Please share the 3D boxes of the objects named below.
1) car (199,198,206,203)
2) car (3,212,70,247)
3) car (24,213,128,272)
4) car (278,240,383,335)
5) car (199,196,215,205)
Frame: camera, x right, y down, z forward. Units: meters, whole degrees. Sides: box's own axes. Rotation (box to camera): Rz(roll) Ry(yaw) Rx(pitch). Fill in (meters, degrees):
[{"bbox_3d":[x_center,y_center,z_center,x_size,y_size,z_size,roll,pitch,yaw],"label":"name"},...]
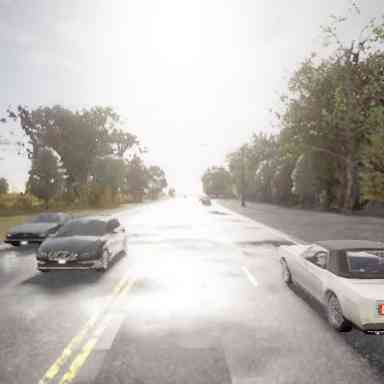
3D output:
[{"bbox_3d":[2.840,2.213,92.001,1.895,1.301,4.718,0,0,0],"label":"car"},{"bbox_3d":[-6.665,1.652,15.859,2.033,1.411,5.357,0,0,0],"label":"car"},{"bbox_3d":[-3.395,1.578,11.093,1.837,1.490,4.892,0,0,0],"label":"car"},{"bbox_3d":[3.220,1.644,6.794,1.895,1.301,4.718,0,0,0],"label":"car"},{"bbox_3d":[2.947,2.004,68.649,2.033,1.411,5.357,0,0,0],"label":"car"}]
